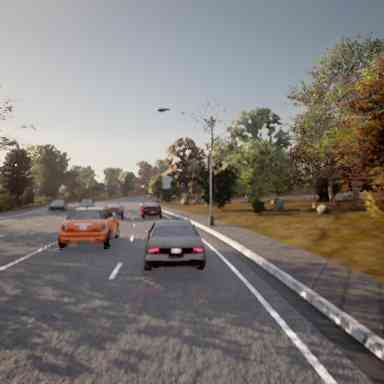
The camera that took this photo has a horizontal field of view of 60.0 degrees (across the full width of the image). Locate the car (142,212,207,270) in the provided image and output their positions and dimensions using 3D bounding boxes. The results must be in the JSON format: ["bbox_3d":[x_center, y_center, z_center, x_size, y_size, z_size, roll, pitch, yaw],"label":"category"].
[{"bbox_3d":[-0.647,1.631,11.357,2.033,1.411,5.357,0,0,-5],"label":"car"}]

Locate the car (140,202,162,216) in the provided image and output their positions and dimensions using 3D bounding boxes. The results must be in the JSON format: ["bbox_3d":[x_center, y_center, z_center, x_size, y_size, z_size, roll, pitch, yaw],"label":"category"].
[{"bbox_3d":[-4.145,1.719,33.231,1.882,1.535,5.008,0,0,-12],"label":"car"}]

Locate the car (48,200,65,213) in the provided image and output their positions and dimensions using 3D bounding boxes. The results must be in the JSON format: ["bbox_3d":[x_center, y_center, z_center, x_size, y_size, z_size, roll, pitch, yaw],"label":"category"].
[{"bbox_3d":[-17.270,1.796,43.012,1.882,1.535,5.008,0,0,-13],"label":"car"}]

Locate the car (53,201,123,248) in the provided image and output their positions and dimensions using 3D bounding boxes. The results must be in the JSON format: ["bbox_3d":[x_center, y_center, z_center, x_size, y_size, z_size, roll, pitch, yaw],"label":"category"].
[{"bbox_3d":[-4.653,1.471,15.583,2.097,1.767,4.553,0,0,-7],"label":"car"}]

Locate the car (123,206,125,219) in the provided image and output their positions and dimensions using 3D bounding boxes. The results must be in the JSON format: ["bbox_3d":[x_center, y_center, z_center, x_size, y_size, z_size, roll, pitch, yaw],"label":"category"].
[{"bbox_3d":[-7.471,1.761,32.049,1.812,1.442,4.674,0,0,-12],"label":"car"}]
